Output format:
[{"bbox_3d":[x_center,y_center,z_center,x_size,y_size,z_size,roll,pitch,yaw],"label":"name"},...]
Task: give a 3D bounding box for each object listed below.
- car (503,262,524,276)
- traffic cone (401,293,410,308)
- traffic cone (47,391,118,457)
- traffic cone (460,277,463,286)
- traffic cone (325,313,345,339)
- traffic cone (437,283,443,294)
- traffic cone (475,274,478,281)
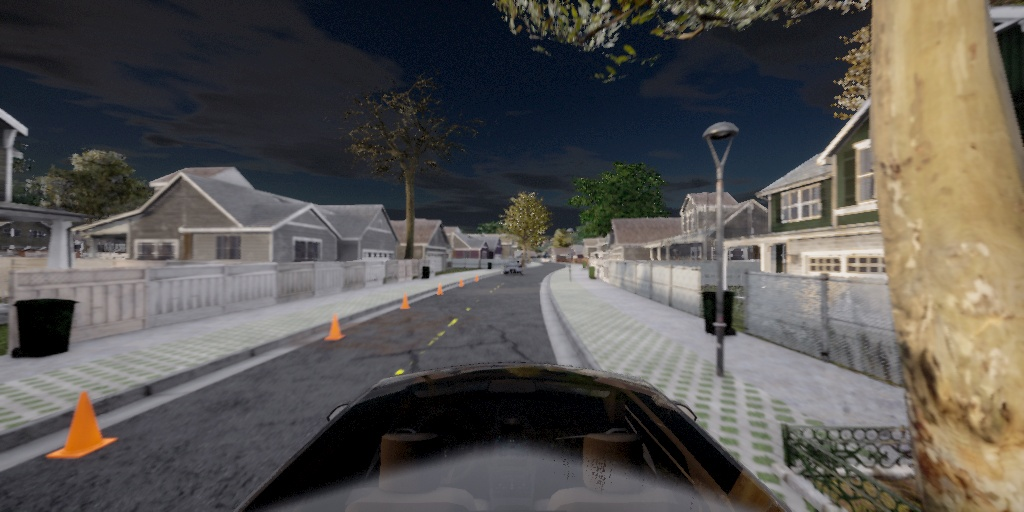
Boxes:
[{"bbox_3d":[0.239,1.374,38.873,1.994,1.385,4.181,0,0,4],"label":"car"},{"bbox_3d":[-4.106,1.704,13.809,0.340,0.580,0.340,0,0,3],"label":"traffic cone"},{"bbox_3d":[-4.428,1.694,3.711,0.340,0.580,0.340,0,0,1],"label":"traffic cone"},{"bbox_3d":[-3.368,1.724,23.883,0.340,0.580,0.340,0,0,5],"label":"traffic cone"},{"bbox_3d":[-4.319,1.698,8.761,0.340,0.580,0.340,0,0,2],"label":"traffic cone"},{"bbox_3d":[-3.789,1.713,18.850,0.340,0.580,0.340,0,0,4],"label":"traffic cone"},{"bbox_3d":[-2.845,1.737,28.907,0.340,0.580,0.340,0,0,7],"label":"traffic cone"}]
